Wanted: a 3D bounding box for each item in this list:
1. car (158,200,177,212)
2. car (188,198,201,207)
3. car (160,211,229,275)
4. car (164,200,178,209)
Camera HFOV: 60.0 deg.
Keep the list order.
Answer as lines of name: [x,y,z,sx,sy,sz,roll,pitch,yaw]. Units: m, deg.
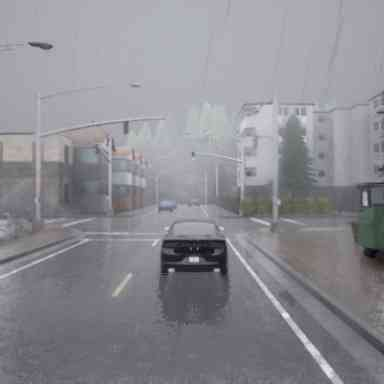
car: [-3.568,1.961,46.255,1.882,1.535,5.008,0,-1,0]
car: [0.531,2.068,68.558,2.097,1.767,4.553,0,-1,7]
car: [0.078,1.593,10.923,1.882,1.535,5.008,0,-1,1]
car: [-3.541,2.083,56.605,2.128,1.511,4.902,0,-1,0]
